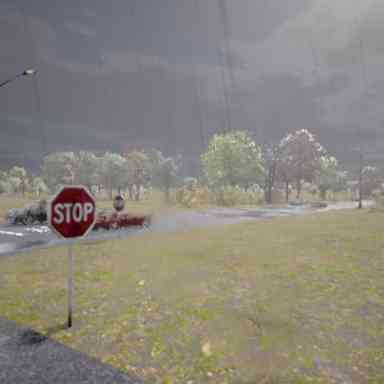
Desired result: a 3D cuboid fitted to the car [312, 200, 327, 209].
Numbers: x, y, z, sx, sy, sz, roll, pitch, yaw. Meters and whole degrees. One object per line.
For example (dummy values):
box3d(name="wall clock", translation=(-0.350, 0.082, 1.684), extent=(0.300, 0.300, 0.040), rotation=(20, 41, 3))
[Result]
box3d(name="car", translation=(23.663, 2.313, 61.642), extent=(2.128, 1.511, 4.902), rotation=(1, 0, 36))

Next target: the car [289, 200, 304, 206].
box3d(name="car", translation=(22.913, 2.377, 72.555), extent=(2.033, 1.411, 5.357), rotation=(1, 0, 36))

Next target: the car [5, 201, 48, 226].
box3d(name="car", translation=(-11.441, 1.450, 25.005), extent=(2.097, 1.767, 4.553), rotation=(1, -1, 36))

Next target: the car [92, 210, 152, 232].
box3d(name="car", translation=(-4.811, 1.854, 22.232), extent=(1.895, 1.301, 4.718), rotation=(1, 0, 36))
